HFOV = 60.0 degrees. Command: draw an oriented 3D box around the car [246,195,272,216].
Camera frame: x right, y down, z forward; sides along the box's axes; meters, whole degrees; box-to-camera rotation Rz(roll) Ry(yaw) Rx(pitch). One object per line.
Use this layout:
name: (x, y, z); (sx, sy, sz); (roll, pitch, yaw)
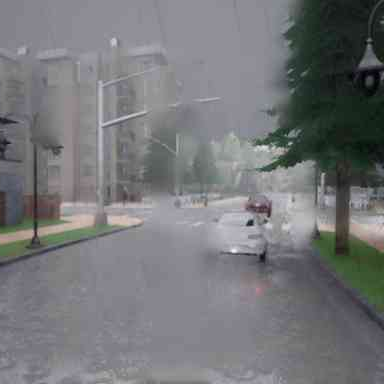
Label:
car: (5.696, 1.041, 28.275); (2.097, 1.767, 4.553); (0, 1, 15)

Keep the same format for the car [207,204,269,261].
car: (1.664, 1.385, 11.689); (1.812, 1.442, 4.674); (0, 1, 12)

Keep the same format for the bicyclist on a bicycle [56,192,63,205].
bicyclist on a bicycle: (-15.759, 0.799, 39.244); (0.582, 1.620, 1.656); (0, 1, 18)
